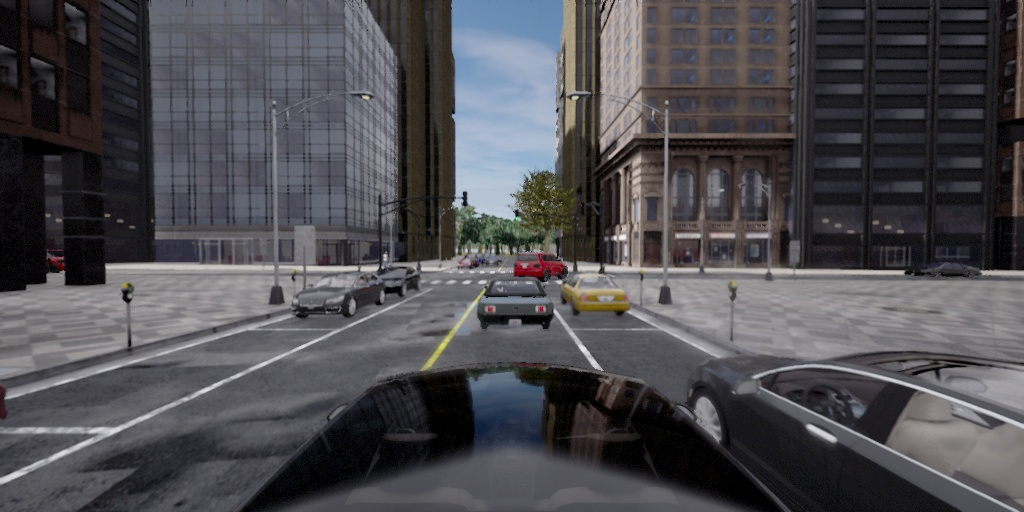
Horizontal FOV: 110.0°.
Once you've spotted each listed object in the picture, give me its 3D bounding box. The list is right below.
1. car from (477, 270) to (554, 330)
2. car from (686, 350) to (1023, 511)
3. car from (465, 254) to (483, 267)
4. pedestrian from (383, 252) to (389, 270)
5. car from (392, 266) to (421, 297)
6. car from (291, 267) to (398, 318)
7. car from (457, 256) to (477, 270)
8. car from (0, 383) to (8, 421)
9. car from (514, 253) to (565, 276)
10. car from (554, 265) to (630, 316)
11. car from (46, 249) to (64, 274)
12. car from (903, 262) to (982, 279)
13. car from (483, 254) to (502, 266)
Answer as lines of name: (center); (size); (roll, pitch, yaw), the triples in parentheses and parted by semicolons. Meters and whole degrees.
car: (0.088, 1.282, 10.815); (1.895, 1.301, 4.718); (0, 0, 0)
car: (2.762, 1.296, 2.251); (2.007, 1.370, 4.403); (0, 0, 0)
car: (-5.782, 0.652, 50.509); (2.192, 1.841, 5.009); (0, 0, 0)
pedestrian: (-12.536, 0.477, 35.645); (0.375, 1.860, 0.375); (0, 1, 0)
car: (-5.770, 1.191, 17.858); (1.948, 1.339, 4.313); (0, 0, 0)
car: (-5.768, 1.220, 12.479); (2.007, 1.370, 4.403); (0, 0, 0)
car: (-5.780, 0.973, 44.829); (1.802, 1.307, 4.207); (0, 0, 0)
car: (-5.764, 1.332, 1.723); (1.802, 1.307, 4.207); (0, 0, 0)
car: (2.176, 0.781, 26.142); (2.150, 2.045, 5.566); (0, 0, 29)
car: (2.758, 1.192, 12.827); (1.751, 1.417, 4.829); (0, 0, 0)
car: (-38.089, 0.442, 29.360); (5.566, 2.045, 2.150); (1, 1, 0)
car: (39.265, 1.291, 32.719); (5.357, 1.411, 2.033); (0, 1, 0)
car: (-3.088, 0.775, 56.148); (2.128, 1.511, 4.902); (0, 0, 0)
